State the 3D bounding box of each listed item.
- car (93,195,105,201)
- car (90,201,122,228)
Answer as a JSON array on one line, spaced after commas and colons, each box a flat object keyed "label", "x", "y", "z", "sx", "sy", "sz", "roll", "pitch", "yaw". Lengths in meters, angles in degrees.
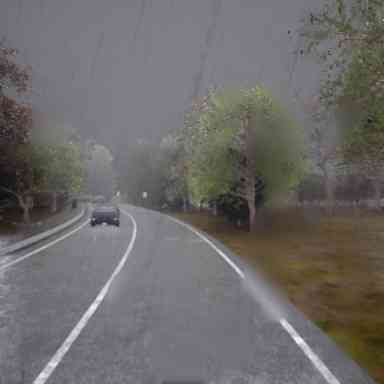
[{"label": "car", "x": -17.371, "y": 1.400, "z": 62.203, "sx": 2.097, "sy": 1.767, "sz": 4.553, "roll": 1, "pitch": 0, "yaw": -18}, {"label": "car", "x": -5.895, "y": 1.597, "z": 23.223, "sx": 2.033, "sy": 1.411, "sz": 5.357, "roll": 1, "pitch": 0, "yaw": -11}]
